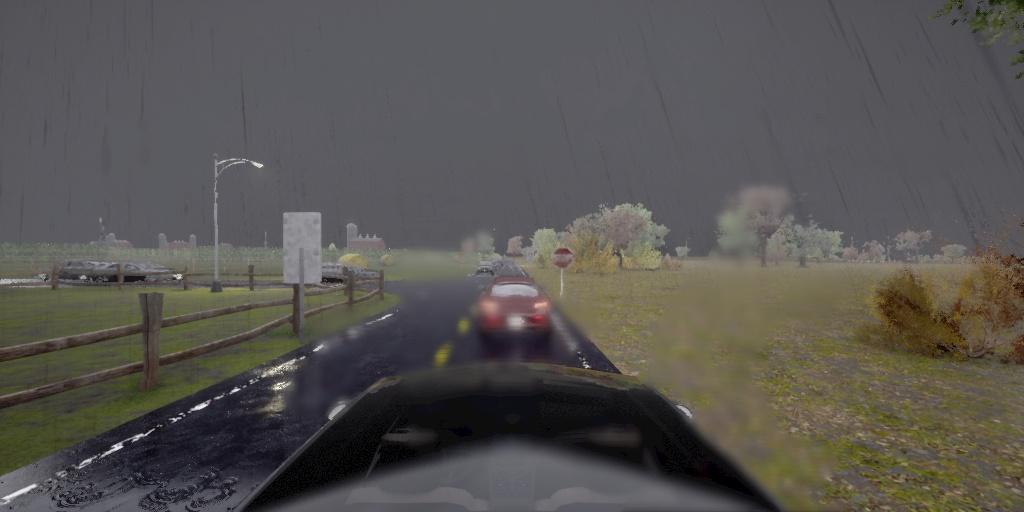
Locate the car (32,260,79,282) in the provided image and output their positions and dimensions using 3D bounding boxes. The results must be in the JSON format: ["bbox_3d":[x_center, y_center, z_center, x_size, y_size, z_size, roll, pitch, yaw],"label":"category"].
[{"bbox_3d":[-31.023,1.040,25.652,4.892,1.490,1.837,0,1,-1],"label":"car"}]

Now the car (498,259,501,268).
[{"bbox_3d":[-2.901,1.378,49.517,1.895,1.301,4.718,0,0,0],"label":"car"}]

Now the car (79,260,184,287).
[{"bbox_3d":[-23.620,1.109,22.786,4.902,1.511,2.128,0,1,-1],"label":"car"}]

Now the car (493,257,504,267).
[{"bbox_3d":[-2.872,1.355,59.529,1.994,1.385,4.181,0,0,0],"label":"car"}]

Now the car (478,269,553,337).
[{"bbox_3d":[0.053,1.275,10.153,1.812,1.442,4.674,0,0,-1],"label":"car"}]

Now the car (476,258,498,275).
[{"bbox_3d":[-2.891,1.272,40.250,1.837,1.490,4.892,0,0,0],"label":"car"}]

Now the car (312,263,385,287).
[{"bbox_3d":[-10.843,1.193,23.249,4.902,1.511,2.128,0,1,-6],"label":"car"}]
